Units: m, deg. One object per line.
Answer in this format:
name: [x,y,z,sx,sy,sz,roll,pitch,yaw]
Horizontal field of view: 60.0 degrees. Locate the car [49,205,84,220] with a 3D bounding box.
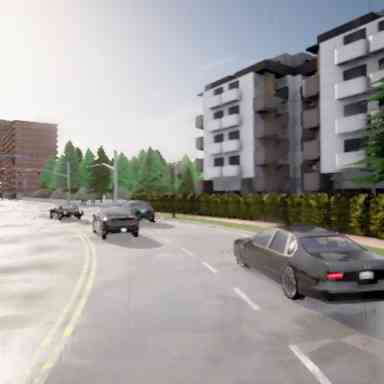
car: [-11.243,1.759,29.561,1.895,1.301,4.718,0,0,-36]

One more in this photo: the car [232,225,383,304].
car: [2.627,1.540,8.377,2.033,1.411,5.357,0,0,-11]

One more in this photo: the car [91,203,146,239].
car: [-4.183,1.576,17.896,1.837,1.490,4.892,0,0,-24]

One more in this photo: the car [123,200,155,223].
car: [-4.620,1.444,25.839,2.097,1.767,4.553,0,0,-31]
